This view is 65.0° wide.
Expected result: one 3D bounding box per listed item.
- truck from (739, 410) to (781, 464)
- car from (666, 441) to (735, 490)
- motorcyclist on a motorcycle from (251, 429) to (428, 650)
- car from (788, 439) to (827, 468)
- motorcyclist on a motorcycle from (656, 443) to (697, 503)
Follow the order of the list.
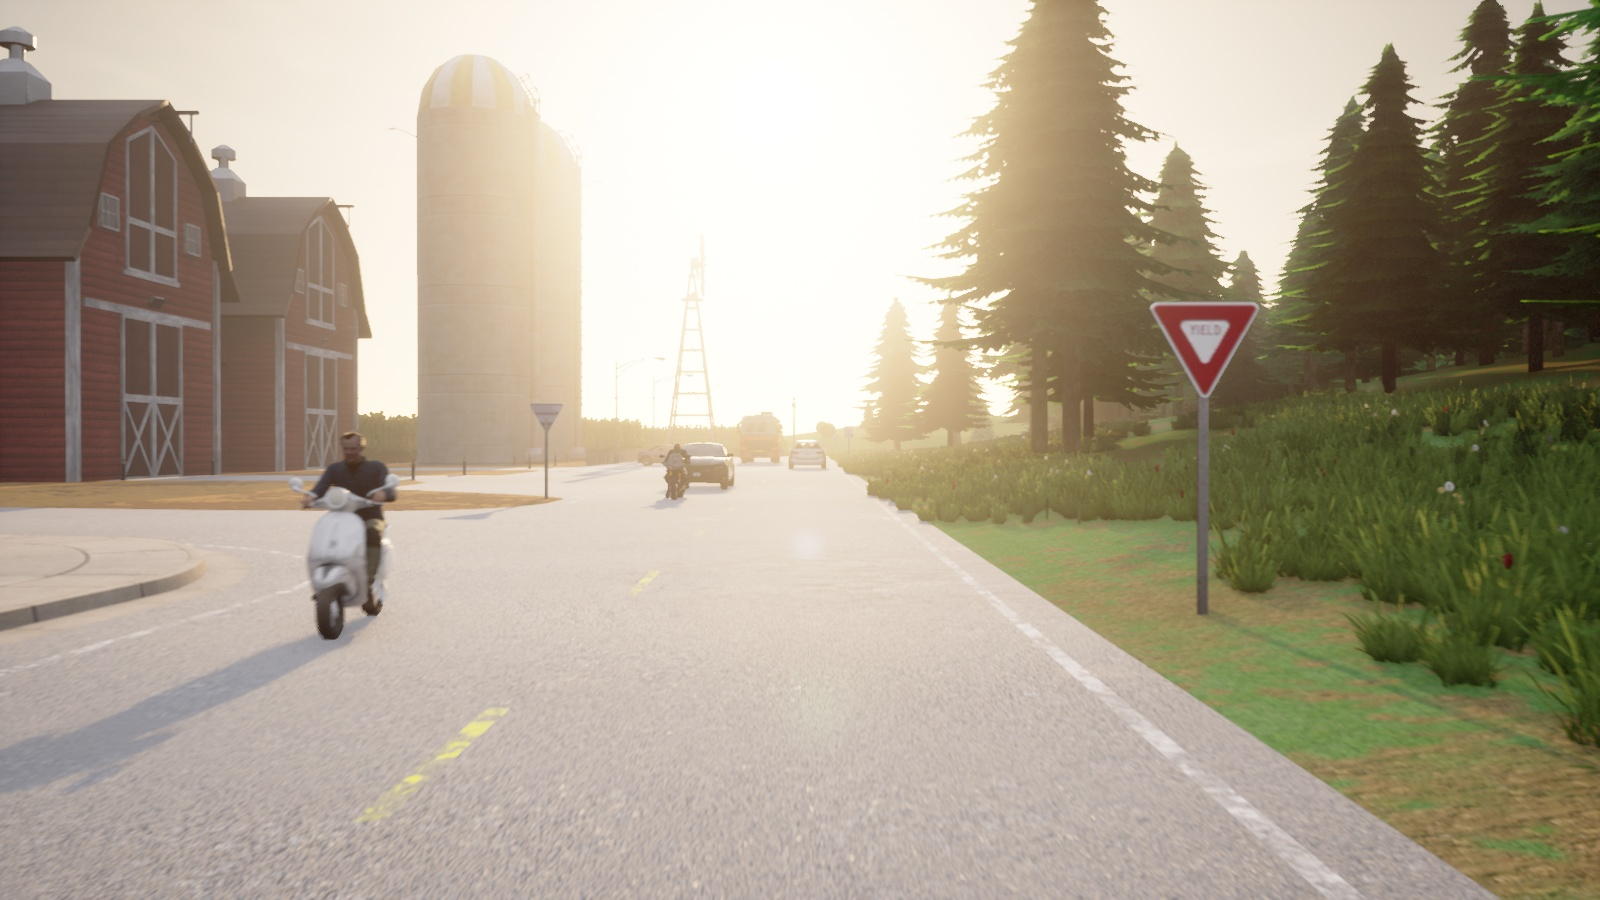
[{"bbox_3d":[-2.945,-0.954,94.609,2.891,3.827,8.468,0,0,0],"label":"truck"},{"bbox_3d":[-3.246,0.485,41.920,1.882,1.535,5.008,0,0,0],"label":"car"},{"bbox_3d":[-3.611,0.641,10.031,0.866,1.590,1.817,-1,0,-5],"label":"motorcyclist on a motorcycle"},{"bbox_3d":[0.436,0.175,73.857,2.242,1.667,4.611,0,0,0],"label":"car"},{"bbox_3d":[-3.296,0.589,33.659,0.866,1.530,2.191,0,0,1],"label":"motorcyclist on a motorcycle"}]
